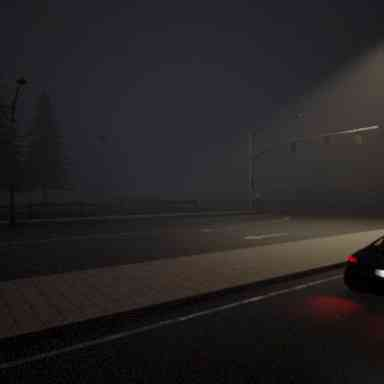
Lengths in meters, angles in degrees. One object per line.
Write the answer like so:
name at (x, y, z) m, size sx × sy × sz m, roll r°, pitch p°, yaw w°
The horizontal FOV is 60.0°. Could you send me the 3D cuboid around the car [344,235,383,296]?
car at (5.355, 1.550, 7.596) m, size 4.181 × 1.385 × 1.994 m, roll 0°, pitch 0°, yaw -35°
